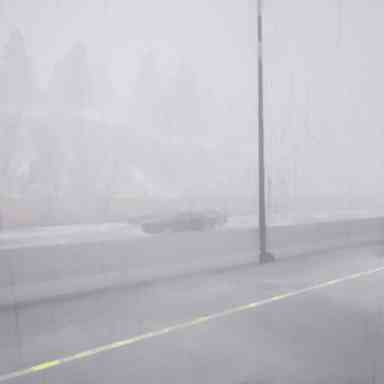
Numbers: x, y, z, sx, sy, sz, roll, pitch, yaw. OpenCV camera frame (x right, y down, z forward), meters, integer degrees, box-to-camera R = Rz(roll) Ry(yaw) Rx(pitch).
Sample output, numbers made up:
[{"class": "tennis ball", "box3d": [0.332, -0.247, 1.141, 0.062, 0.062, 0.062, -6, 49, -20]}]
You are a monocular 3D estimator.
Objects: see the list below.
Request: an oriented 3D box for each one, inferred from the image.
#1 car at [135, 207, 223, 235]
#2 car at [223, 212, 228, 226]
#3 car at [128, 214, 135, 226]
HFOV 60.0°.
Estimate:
[{"class": "car", "box3d": [-0.730, 1.881, 20.983, 5.008, 1.535, 1.882, 1, -2, -37]}, {"class": "car", "box3d": [0.815, 2.014, 26.332, 4.674, 1.442, 1.812, 0, -1, -36]}, {"class": "car", "box3d": [-2.972, 2.031, 27.976, 5.008, 1.535, 1.882, 1, -2, -37]}]
